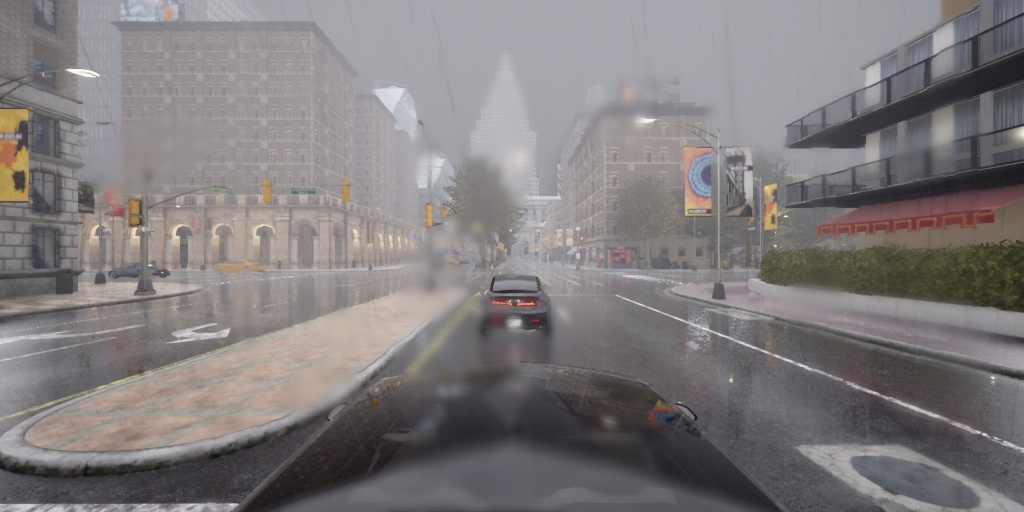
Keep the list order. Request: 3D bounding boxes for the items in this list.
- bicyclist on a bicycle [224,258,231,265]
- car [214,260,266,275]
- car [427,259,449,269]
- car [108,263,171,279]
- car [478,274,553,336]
[{"bbox_3d":[-37.171,1.050,46.808,0.582,1.620,1.656,0,0,0],"label":"bicyclist on a bicycle"},{"bbox_3d":[-29.925,1.228,39.518,5.008,1.535,1.882,0,0,0],"label":"car"},{"bbox_3d":[-11.513,1.255,54.788,1.837,1.490,4.892,0,0,2],"label":"car"},{"bbox_3d":[-33.556,1.314,32.352,4.181,1.385,1.994,0,0,0],"label":"car"},{"bbox_3d":[0.101,1.255,10.369,1.837,1.490,4.892,0,0,0],"label":"car"}]
